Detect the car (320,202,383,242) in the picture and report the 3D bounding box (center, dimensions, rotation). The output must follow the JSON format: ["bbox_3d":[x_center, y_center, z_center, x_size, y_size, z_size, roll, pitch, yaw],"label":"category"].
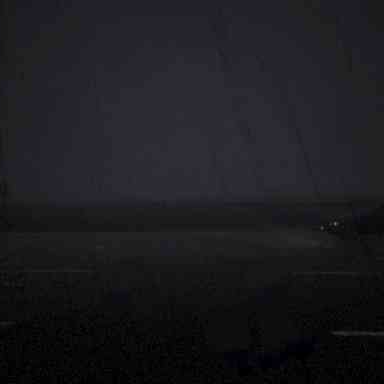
[{"bbox_3d":[7.586,1.123,13.241,4.674,1.442,1.812,-1,1,7],"label":"car"}]
